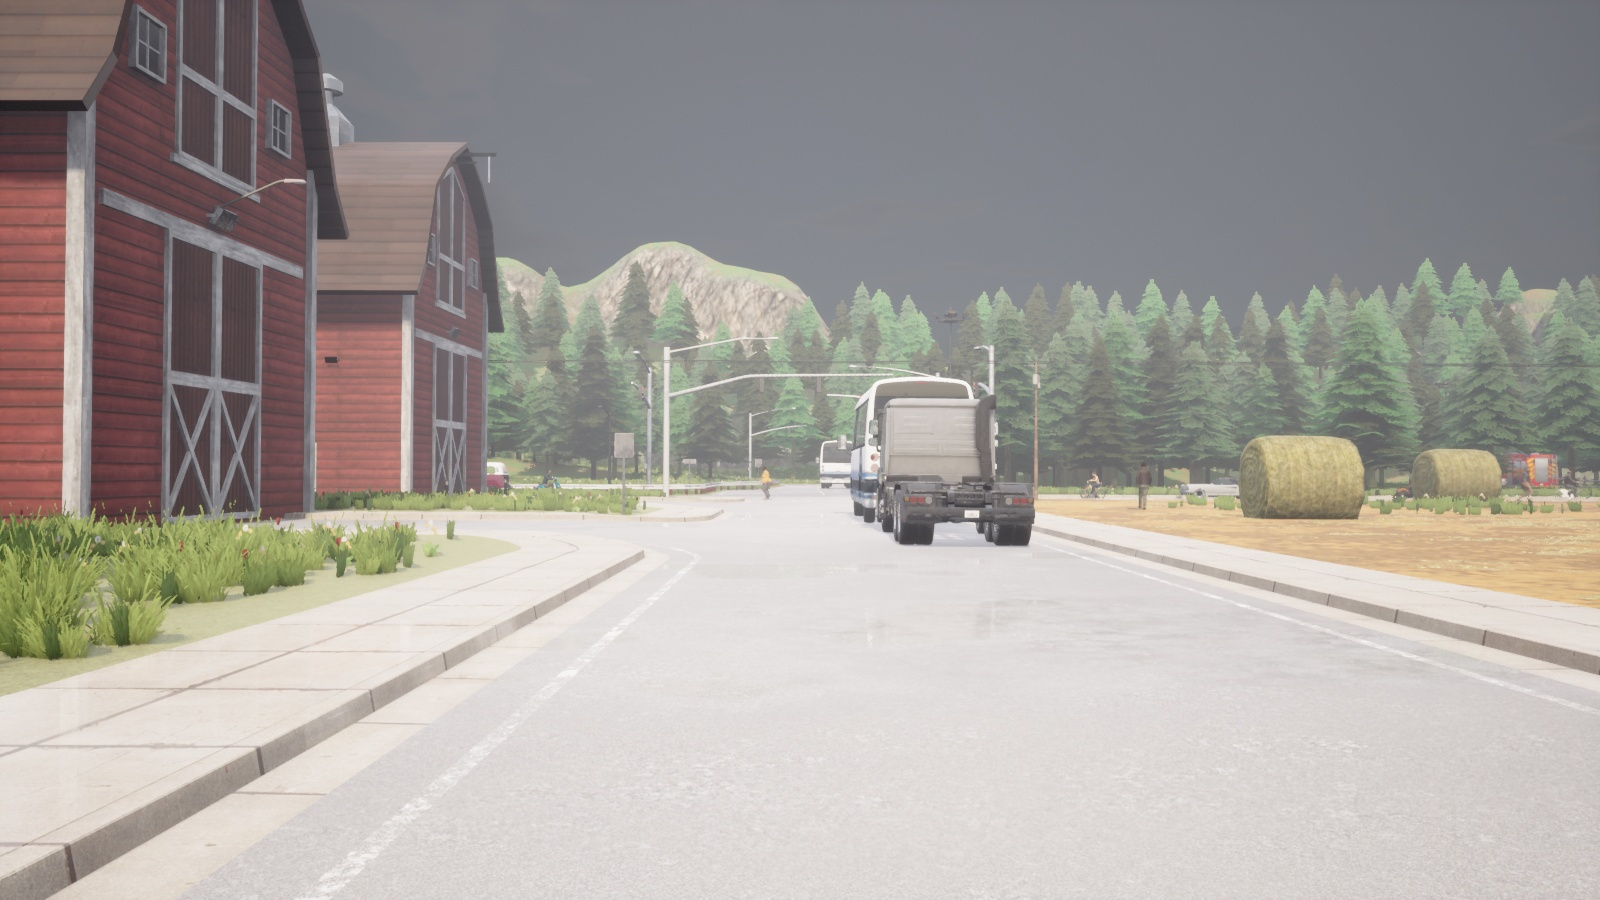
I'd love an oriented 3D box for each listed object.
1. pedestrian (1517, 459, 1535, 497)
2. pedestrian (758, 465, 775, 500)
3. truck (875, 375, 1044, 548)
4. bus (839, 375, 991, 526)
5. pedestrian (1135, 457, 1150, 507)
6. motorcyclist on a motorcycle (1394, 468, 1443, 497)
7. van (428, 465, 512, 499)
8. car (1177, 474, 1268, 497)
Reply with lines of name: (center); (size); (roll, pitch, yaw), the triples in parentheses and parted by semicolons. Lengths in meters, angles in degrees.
pedestrian: (34.930, 1.344, 60.414); (0.694, 1.848, 0.540); (-1, -1, 26)
pedestrian: (-1.809, 1.747, 67.063); (0.900, 1.855, 0.874); (0, -1, -3)
truck: (3.448, 0.292, 29.228); (2.891, 3.462, 7.936); (0, -1, 0)
bus: (3.420, 0.106, 40.695); (3.944, 4.253, 10.273); (0, -1, 0)
pedestrian: (12.841, 1.200, 47.056); (0.431, 1.840, 0.703); (0, -1, 8)
motorcyclist on a motorcycle: (34.912, 1.840, 70.904); (2.350, 1.649, 0.766); (0, -1, 1)
van: (-19.751, 1.905, 75.291); (4.480, 2.038, 2.069); (0, -1, 1)
car: (25.043, 2.091, 74.561); (4.718, 1.301, 1.895); (0, -1, 1)
